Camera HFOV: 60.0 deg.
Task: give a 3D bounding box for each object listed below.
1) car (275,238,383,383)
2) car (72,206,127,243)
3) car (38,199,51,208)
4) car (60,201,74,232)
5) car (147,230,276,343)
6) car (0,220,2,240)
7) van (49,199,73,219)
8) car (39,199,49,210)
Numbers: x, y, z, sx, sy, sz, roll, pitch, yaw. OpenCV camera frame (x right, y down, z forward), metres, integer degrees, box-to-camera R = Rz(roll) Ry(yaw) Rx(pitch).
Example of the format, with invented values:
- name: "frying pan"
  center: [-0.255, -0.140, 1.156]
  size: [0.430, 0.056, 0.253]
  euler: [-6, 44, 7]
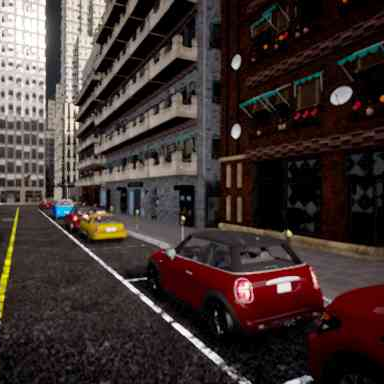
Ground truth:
- name: "car"
  center: [3.050, 1.325, 1.844]
  size: [2.192, 1.841, 5.009]
  euler: [-1, 0, -27]
- name: "car"
  center: [-4.642, 1.650, 16.796]
  size: [1.752, 1.417, 4.829]
  euler: [-1, 0, -27]
- name: "car"
  center: [-24.954, 1.946, 56.269]
  size: [1.752, 1.417, 4.829]
  euler: [-1, 0, -27]
- name: "car"
  center: [-7.104, 1.602, 21.579]
  size: [1.967, 1.590, 4.097]
  euler: [-1, 0, -27]
- name: "car"
  center: [0.512, 1.488, 6.777]
  size: [1.967, 1.590, 4.097]
  euler: [-1, 0, -27]
- name: "car"
  center: [-9.670, 1.644, 14.975]
  size: [1.812, 1.442, 4.674]
  euler: [0, 0, -27]
- name: "van"
  center: [-12.184, 1.577, 31.447]
  size: [1.690, 1.788, 3.998]
  euler: [-1, 0, -27]
- name: "car"
  center: [-22.337, 1.928, 51.183]
  size: [1.887, 1.381, 4.507]
  euler: [-1, 0, -27]
